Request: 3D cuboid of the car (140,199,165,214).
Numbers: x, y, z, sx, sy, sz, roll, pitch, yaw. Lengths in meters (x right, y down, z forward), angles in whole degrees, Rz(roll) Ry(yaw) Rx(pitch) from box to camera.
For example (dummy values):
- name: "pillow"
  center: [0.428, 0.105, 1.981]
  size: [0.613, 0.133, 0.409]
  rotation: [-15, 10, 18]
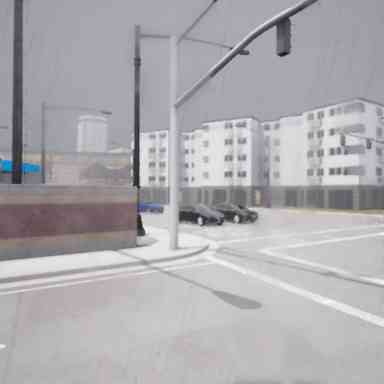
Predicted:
- name: "car"
  center: [-5.129, 1.608, 37.082]
  size: [5.008, 1.535, 1.882]
  rotation: [1, 0, 44]

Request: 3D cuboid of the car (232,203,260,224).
- name: "car"
  center: [3.223, 1.643, 26.506]
  size: [1.837, 1.490, 4.892]
  rotation: [1, 0, -35]

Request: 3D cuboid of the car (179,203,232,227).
- name: "car"
  center: [0.458, 1.616, 24.372]
  size: [1.837, 1.490, 4.892]
  rotation: [1, 0, -35]
